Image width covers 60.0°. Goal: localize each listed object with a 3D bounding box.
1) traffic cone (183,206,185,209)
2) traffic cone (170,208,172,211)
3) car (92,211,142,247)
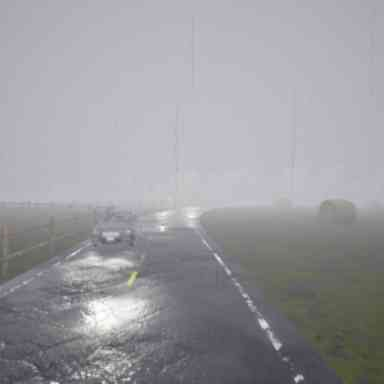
[{"bbox_3d":[-1.423,2.789,61.917,0.340,0.580,0.340,0,-1,12],"label":"traffic cone"},{"bbox_3d":[-3.263,2.646,51.930,0.340,0.580,0.340,0,-1,9],"label":"traffic cone"},{"bbox_3d":[-3.529,1.704,16.248,2.128,1.511,4.902,0,-1,-3],"label":"car"}]
